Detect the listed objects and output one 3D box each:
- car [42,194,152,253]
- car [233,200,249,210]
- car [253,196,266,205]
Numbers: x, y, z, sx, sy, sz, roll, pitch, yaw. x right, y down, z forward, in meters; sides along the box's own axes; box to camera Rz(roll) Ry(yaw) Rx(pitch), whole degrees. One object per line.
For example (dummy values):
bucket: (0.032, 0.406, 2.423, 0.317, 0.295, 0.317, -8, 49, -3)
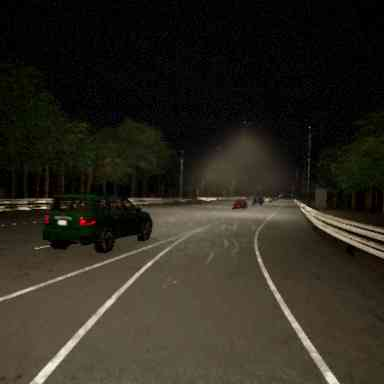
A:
car: (-3.549, 1.146, 13.599, 2.150, 2.045, 5.566, 2, 0, 16)
car: (7.467, 1.959, 51.106, 1.812, 1.442, 4.674, 2, 0, 16)
car: (15.855, 2.060, 79.593, 2.150, 2.045, 5.566, 2, 0, 16)
